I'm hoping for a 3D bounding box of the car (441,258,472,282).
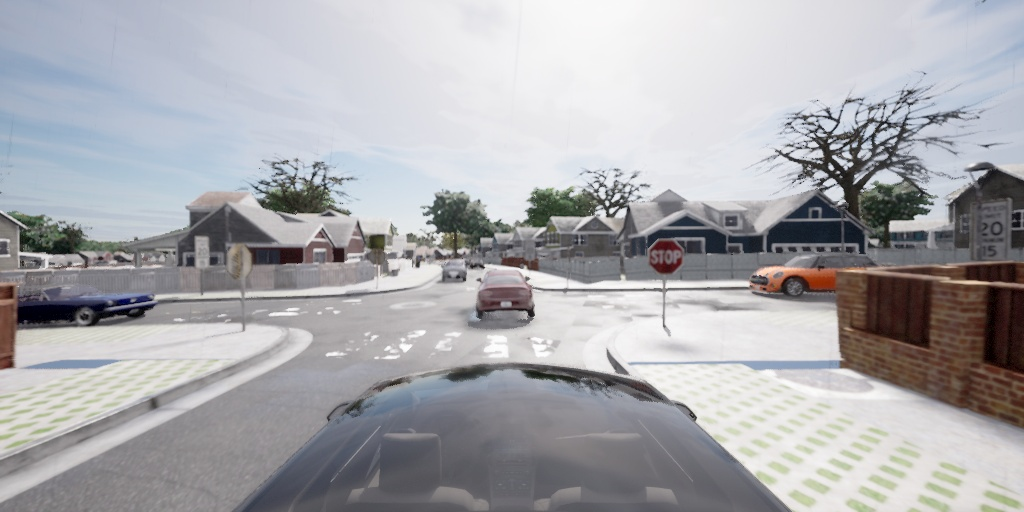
[{"bbox_3d":[-4.446,1.135,28.032,2.128,1.511,4.902,0,0,-7],"label":"car"}]

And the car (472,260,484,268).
[{"bbox_3d":[-5.197,1.194,51.980,1.895,1.301,4.718,0,0,-11],"label":"car"}]

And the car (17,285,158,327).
[{"bbox_3d":[-15.085,1.628,12.036,4.718,1.301,1.895,-1,1,-5],"label":"car"}]

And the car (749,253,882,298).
[{"bbox_3d":[12.557,0.704,14.912,4.553,1.767,2.097,-1,1,6],"label":"car"}]

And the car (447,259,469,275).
[{"bbox_3d":[-5.639,1.111,37.392,2.128,1.511,4.902,0,0,-8],"label":"car"}]

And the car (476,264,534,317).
[{"bbox_3d":[-0.289,1.202,12.790,1.812,1.442,4.674,-1,1,-3],"label":"car"}]
